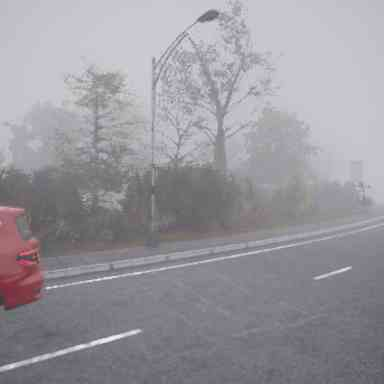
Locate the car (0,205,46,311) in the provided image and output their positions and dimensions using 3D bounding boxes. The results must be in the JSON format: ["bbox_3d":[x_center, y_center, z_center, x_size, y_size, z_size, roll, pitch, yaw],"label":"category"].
[{"bbox_3d":[-5.115,1.246,4.733,5.566,2.045,2.150,0,0,-35],"label":"car"}]
